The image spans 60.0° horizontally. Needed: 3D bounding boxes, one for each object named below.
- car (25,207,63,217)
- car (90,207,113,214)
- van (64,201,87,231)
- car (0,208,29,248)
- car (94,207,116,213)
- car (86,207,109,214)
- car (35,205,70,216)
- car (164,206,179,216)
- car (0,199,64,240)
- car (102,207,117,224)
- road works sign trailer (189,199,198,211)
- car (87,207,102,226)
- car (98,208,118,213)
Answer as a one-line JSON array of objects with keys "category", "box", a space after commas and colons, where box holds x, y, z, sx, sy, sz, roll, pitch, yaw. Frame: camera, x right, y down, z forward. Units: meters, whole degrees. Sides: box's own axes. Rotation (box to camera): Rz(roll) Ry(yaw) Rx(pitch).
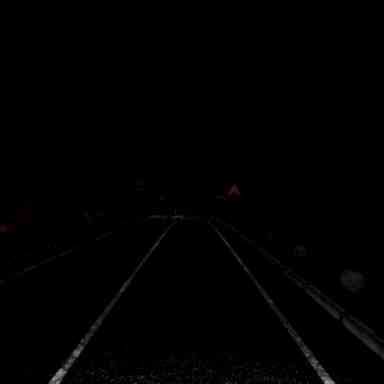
[{"category": "car", "box": [-21.900, 2.913, 49.396, 4.674, 1.452, 2.002, 0, -3, 0]}, {"category": "car", "box": [-21.812, 4.421, 80.141, 4.892, 1.521, 2.231, 0, -3, 0]}, {"category": "van", "box": [-9.649, 1.538, 22.088, 4.442, 1.987, 1.878, 0, -2, 0]}, {"category": "car", "box": [-9.474, 1.544, 12.977, 5.008, 1.535, 2.097, 0, -1, -1]}, {"category": "car", "box": [-21.810, 4.584, 83.411, 5.008, 1.535, 2.097, 0, -3, 0]}, {"category": "car", "box": [-21.827, 4.295, 76.868, 4.674, 1.452, 2.002, 0, -3, 0]}, {"category": "car", "box": [-21.960, 2.905, 52.571, 4.553, 1.767, 2.185, 0, -3, 0]}, {"category": "car", "box": [-3.246, 3.348, 57.616, 1.837, 1.490, 4.892, 0, -3, 1]}, {"category": "car", "box": [-9.525, 1.352, 15.899, 5.566, 2.045, 2.435, 0, -1, 0]}, {"category": "car", "box": [-9.376, 1.946, 28.035, 5.366, 1.575, 1.946, 0, -2, 0]}, {"category": "road works sign trailer", "box": [0.506, 3.891, 95.641, 2.380, 3.560, 2.880, 5, -13, 5]}, {"category": "car", "box": [-9.578, 1.727, 25.122, 4.553, 1.767, 2.185, 0, -2, 0]}, {"category": "car", "box": [-21.789, 4.783, 86.553, 4.674, 1.452, 2.002, 0, -3, 0]}]
